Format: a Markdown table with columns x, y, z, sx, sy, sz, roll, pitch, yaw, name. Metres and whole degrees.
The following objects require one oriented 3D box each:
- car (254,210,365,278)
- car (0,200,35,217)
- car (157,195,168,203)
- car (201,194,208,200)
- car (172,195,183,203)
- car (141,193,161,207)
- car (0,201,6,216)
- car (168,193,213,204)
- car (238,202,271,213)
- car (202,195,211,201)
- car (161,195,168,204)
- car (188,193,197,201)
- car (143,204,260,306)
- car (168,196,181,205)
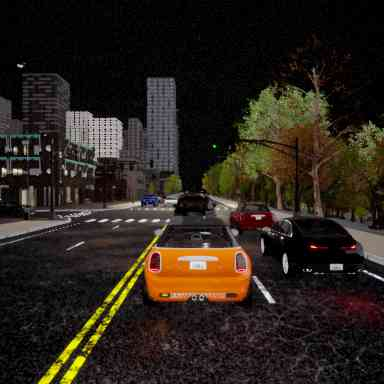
| x | y | z | sx | sy | sz | roll | pitch | yaw | name |
| --- | --- | --- | --- | --- | --- | --- | --- | --- | --- |
| 3.369 | 1.503 | 10.162 | 1.837 | 1.490 | 4.892 | 0 | 0 | 0 | car |
| -18.056 | 1.550 | 32.986 | 4.553 | 1.767 | 2.097 | -1 | 1 | 1 | car |
| -6.370 | 1.477 | 71.895 | 1.837 | 1.490 | 4.892 | 0 | 0 | 0 | car |
| 3.415 | 1.324 | 91.125 | 1.812 | 1.442 | 4.674 | 0 | 0 | 0 | car |
| -3.121 | 1.503 | 71.454 | 2.128 | 1.511 | 4.902 | 0 | 0 | 0 | car |
| -6.497 | 1.208 | 51.317 | 2.150 | 2.045 | 5.566 | 0 | 0 | 0 | car |
| -19.899 | 1.812 | 30.314 | 4.313 | 1.339 | 1.947 | -1 | 1 | 0 | car |
| 0.134 | 1.219 | 17.707 | 2.150 | 2.045 | 5.566 | 0 | 0 | 0 | car |
| 3.385 | 1.348 | 19.035 | 2.097 | 1.767 | 4.553 | 0 | 0 | 0 | car |
| 3.396 | 1.505 | 80.707 | 2.033 | 1.411 | 5.357 | 0 | 0 | 0 | car |
| -3.251 | 1.512 | 50.966 | 1.812 | 1.442 | 4.674 | 0 | 0 | 0 | car |
| 0.146 | 1.190 | 80.742 | 2.150 | 2.045 | 5.566 | 0 | 0 | 0 | car |
| 0.115 | 1.350 | 8.164 | 2.097 | 1.767 | 4.553 | 0 | 0 | 0 | car |
| -3.208 | 1.473 | 61.250 | 2.128 | 1.511 | 4.902 | 0 | 0 | 0 | car |
